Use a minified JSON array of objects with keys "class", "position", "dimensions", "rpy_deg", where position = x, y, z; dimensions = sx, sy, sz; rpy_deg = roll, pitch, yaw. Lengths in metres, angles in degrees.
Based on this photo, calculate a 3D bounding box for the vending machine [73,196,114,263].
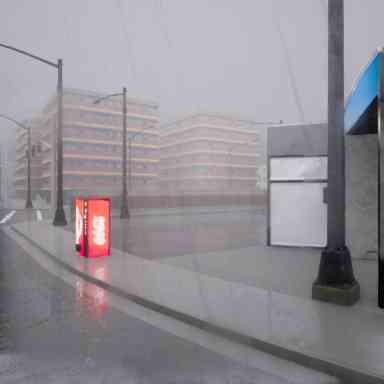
[{"class":"vending machine","position":[-3.334,1.195,11.205],"dimensions":[1.100,2.100,0.880],"rpy_deg":[0,0,-36]}]
